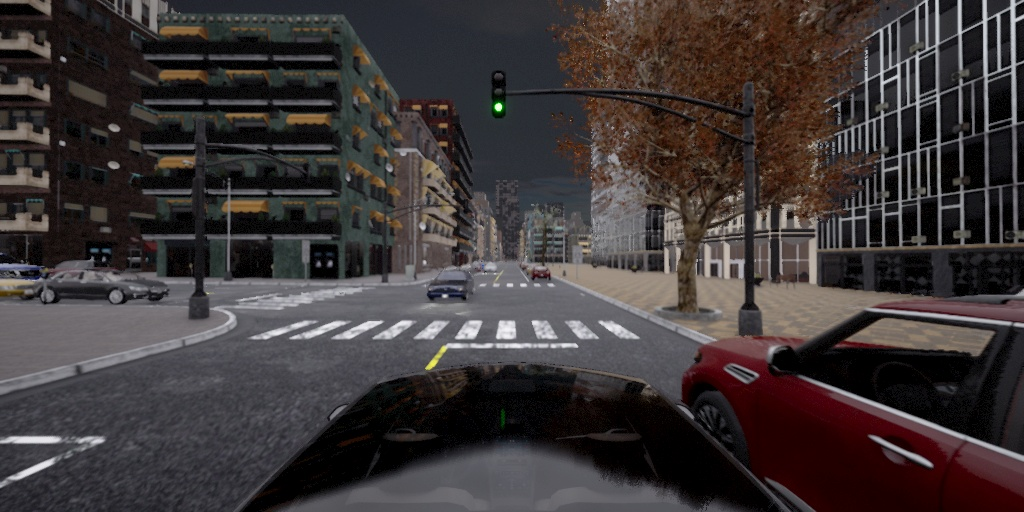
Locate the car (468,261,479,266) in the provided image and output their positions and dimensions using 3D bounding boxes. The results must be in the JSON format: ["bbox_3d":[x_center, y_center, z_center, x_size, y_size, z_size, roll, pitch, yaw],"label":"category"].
[{"bbox_3d":[-5.711,1.681,44.946,2.007,1.370,4.403,0,0,0],"label":"car"}]

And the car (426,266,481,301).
[{"bbox_3d":[-3.010,1.442,18.740,2.033,1.411,5.357,0,0,0],"label":"car"}]

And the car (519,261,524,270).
[{"bbox_3d":[2.661,1.871,61.547,1.802,1.307,4.207,0,0,0],"label":"car"}]

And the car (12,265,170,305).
[{"bbox_3d":[-16.441,1.196,14.462,4.403,1.370,2.007,0,0,-1],"label":"car"}]

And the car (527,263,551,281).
[{"bbox_3d":[2.675,1.574,33.885,1.888,1.381,4.507,0,0,0],"label":"car"}]

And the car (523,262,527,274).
[{"bbox_3d":[2.669,1.656,45.120,1.751,1.417,4.829,0,0,0],"label":"car"}]

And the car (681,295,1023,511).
[{"bbox_3d":[2.692,1.063,1.499,2.192,1.841,5.009,0,0,0],"label":"car"}]

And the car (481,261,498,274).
[{"bbox_3d":[-3.024,1.716,51.047,1.812,1.442,4.674,0,0,0],"label":"car"}]

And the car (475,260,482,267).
[{"bbox_3d":[-5.716,1.676,56.011,1.967,1.591,4.097,0,0,0],"label":"car"}]

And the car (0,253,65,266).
[{"bbox_3d":[-25.463,0.765,16.966,5.566,2.045,2.150,1,-1,-1],"label":"car"}]

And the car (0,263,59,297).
[{"bbox_3d":[-21.838,1.093,14.405,4.829,1.417,1.751,0,0,-1],"label":"car"}]

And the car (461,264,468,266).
[{"bbox_3d":[-5.705,1.579,33.881,2.007,1.370,4.403,0,0,0],"label":"car"}]

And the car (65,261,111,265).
[{"bbox_3d":[-27.631,1.008,22.725,4.097,1.591,1.967,0,0,-1],"label":"car"}]
